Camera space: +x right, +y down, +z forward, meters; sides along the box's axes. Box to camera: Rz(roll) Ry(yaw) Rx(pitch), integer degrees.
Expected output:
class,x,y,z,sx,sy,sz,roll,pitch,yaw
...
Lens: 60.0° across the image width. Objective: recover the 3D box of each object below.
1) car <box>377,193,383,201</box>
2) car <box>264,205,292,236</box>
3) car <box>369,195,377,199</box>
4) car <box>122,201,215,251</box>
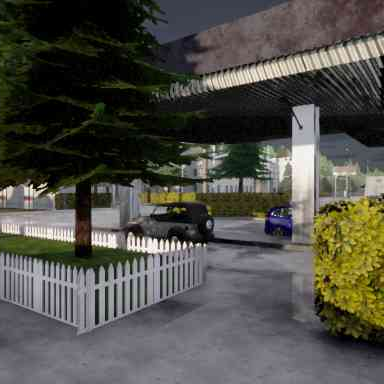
class,x,y,z,sx,sy,sz,roll,pitch,yaw
car,25.808,1.077,43.496,1.905,1.878,3.866,0,0,35
car,5.854,1.480,15.962,4.611,1.667,2.242,0,0,35
car,33.073,1.298,60.237,2.007,1.523,4.514,0,0,35
car,-0.947,1.313,13.813,3.866,1.878,1.905,0,0,35
